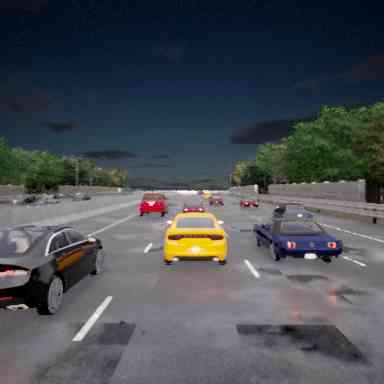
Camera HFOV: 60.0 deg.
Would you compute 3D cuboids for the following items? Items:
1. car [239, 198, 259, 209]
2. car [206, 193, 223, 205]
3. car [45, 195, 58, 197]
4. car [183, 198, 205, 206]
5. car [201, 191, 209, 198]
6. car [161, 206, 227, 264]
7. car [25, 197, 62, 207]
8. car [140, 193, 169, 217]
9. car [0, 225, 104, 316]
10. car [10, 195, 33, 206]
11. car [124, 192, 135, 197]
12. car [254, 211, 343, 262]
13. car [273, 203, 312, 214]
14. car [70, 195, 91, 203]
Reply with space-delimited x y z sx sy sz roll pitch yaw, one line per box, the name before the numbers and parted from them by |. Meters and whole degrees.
car | 7.114 1.371 41.987 1.895 1.301 4.718 0 1 0
car | 3.520 1.218 49.456 1.812 1.442 4.674 0 1 0
car | -21.041 1.214 49.437 1.812 1.442 4.674 0 1 0
car | 0.112 1.481 29.895 1.895 1.301 4.718 0 1 0
car | 3.532 0.824 75.681 1.882 1.535 5.008 0 1 0
car | 0.105 1.468 11.837 1.882 1.535 5.008 0 0 0
car | -14.083 1.454 32.738 1.895 1.301 4.718 0 0 0
car | -3.388 1.098 30.347 2.150 2.045 5.566 0 1 0
car | -3.396 1.491 7.488 2.128 1.511 4.902 0 0 0
car | -24.543 1.189 48.535 2.128 1.511 4.902 0 1 0
car | -13.970 0.756 74.619 1.837 1.490 4.892 0 1 0
car | 3.504 1.593 12.026 1.895 1.301 4.718 0 0 0
car | 7.066 1.494 23.735 1.994 1.385 4.181 0 0 1
car | -17.533 1.199 52.824 2.033 1.411 5.357 0 1 1
